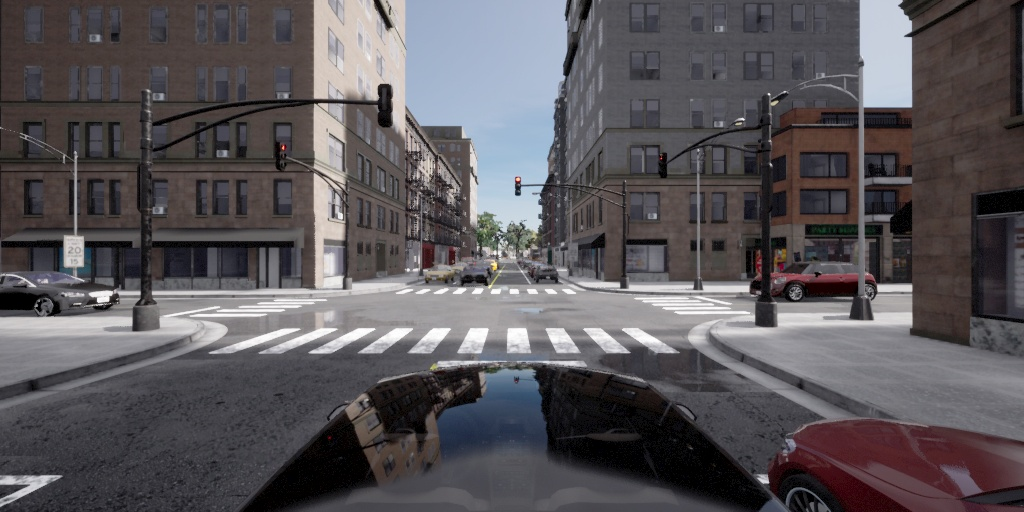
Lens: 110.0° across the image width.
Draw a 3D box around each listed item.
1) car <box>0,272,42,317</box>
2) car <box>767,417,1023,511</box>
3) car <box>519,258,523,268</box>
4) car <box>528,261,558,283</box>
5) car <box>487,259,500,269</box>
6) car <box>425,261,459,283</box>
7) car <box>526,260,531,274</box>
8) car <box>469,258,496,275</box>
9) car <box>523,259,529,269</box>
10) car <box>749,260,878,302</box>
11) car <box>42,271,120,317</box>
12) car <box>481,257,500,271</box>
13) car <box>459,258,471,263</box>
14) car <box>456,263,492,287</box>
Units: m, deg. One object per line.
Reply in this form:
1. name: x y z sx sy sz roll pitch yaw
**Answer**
1. car: -5.398 1.065 0.758 2.192 1.841 5.009 0 0 0
2. car: 2.640 1.332 0.778 1.802 1.307 4.207 0 0 0
3. car: 2.504 1.306 55.195 2.007 1.370 4.403 0 0 0
4. car: 2.572 1.302 27.786 2.007 1.370 4.403 0 0 0
5. car: -2.940 1.262 56.820 1.837 1.490 4.892 0 0 0
6. car: -5.480 1.277 27.596 1.751 1.417 4.829 0 0 0
7. car: 2.559 1.297 33.267 1.888 1.381 4.507 0 0 0
8. car: -2.937 1.259 36.165 1.837 1.490 4.892 0 0 0
9. car: 2.545 1.303 38.749 2.007 1.370 4.403 0 0 0
10. car: 13.223 1.036 15.965 4.553 1.767 2.097 0 0 0
11. car: -17.098 1.310 12.900 4.902 1.511 2.128 0 0 1
12. car: -2.950 1.232 46.353 1.882 1.535 5.008 0 0 0
13. car: -5.504 1.278 38.559 1.751 1.417 4.829 0 0 0
14. car: -2.634 1.352 24.780 1.895 1.301 4.718 0 0 -7
